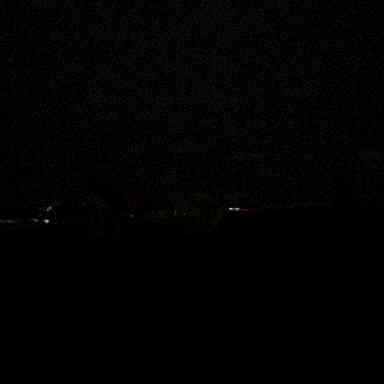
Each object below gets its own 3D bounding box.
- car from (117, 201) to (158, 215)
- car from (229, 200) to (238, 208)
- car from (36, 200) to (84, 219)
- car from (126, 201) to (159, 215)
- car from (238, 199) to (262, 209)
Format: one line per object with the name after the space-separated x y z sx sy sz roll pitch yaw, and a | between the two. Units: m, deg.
-6.235 1.763 38.763 1.837 1.490 4.892 -1 -1 36 | car
8.595 2.086 59.193 2.033 1.411 5.357 -1 -1 36 | car
-11.940 1.503 30.857 2.097 1.767 4.553 -1 -1 36 | car
-5.395 1.660 33.618 2.128 1.511 4.902 -1 -1 36 | car
9.925 1.965 54.980 1.837 1.490 4.892 -1 -1 36 | car
